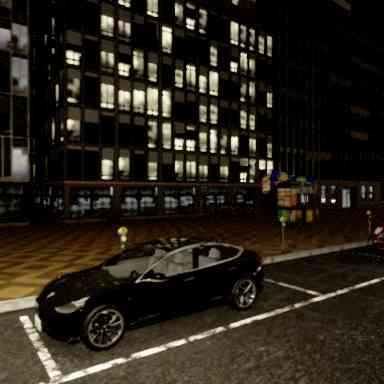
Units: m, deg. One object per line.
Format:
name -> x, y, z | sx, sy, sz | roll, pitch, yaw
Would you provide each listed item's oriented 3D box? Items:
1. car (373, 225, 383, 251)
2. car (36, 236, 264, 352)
car -> 8.718, 1.440, 12.782 | 4.097, 1.590, 1.967 | 0, 0, -36
car -> -0.510, 1.566, 6.198 | 4.313, 1.339, 1.947 | 0, 0, -36
